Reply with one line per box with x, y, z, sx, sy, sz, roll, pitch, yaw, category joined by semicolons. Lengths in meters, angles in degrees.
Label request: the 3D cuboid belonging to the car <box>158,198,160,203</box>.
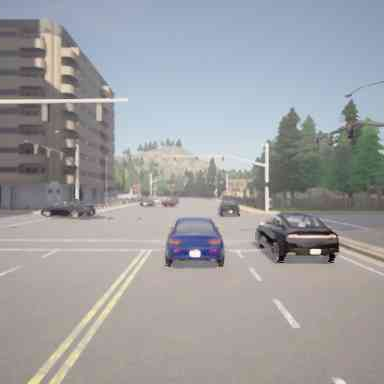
-6.966;1.789;68.142;1.895;1.301;4.718;0;0;0;car

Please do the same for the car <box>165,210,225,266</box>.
0.091;1.559;11.567;1.812;1.442;4.674;0;0;0;car

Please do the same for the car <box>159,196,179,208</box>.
-3.546;1.748;51.945;1.895;1.301;4.718;0;0;0;car

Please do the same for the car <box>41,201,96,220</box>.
-10.671;1.519;28.615;4.902;1.511;2.128;0;-1;19;car

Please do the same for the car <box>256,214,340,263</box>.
3.592;1.526;12.073;2.128;1.511;4.902;0;0;0;car

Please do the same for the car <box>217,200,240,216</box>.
3.616;1.587;33.325;1.837;1.490;4.892;0;0;0;car

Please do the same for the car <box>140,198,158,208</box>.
-7.043;1.641;52.452;2.128;1.511;4.902;0;0;0;car
